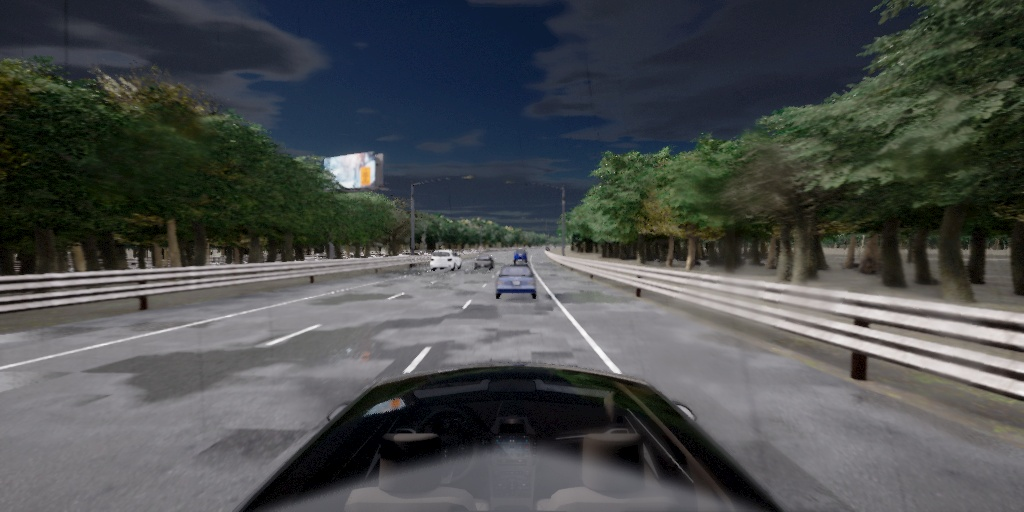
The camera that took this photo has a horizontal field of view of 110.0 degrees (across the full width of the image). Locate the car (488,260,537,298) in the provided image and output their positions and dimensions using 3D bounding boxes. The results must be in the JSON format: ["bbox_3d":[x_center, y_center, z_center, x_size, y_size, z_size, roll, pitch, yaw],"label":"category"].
[{"bbox_3d":[0.193,1.091,16.939,2.033,1.411,5.357,0,1,1],"label":"car"}]

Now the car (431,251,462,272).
[{"bbox_3d":[-6.485,0.479,35.705,2.150,2.045,5.566,0,1,2],"label":"car"}]

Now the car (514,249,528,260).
[{"bbox_3d":[1.494,-0.112,60.717,2.150,2.045,5.566,0,2,3],"label":"car"}]

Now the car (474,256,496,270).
[{"bbox_3d":[-2.880,0.706,38.440,2.128,1.511,4.902,0,1,2],"label":"car"}]
